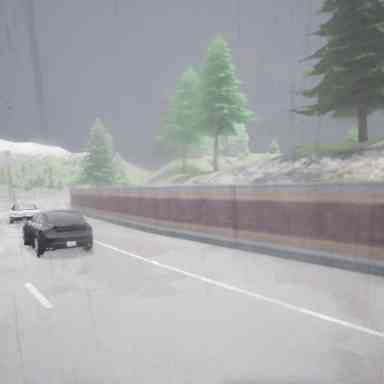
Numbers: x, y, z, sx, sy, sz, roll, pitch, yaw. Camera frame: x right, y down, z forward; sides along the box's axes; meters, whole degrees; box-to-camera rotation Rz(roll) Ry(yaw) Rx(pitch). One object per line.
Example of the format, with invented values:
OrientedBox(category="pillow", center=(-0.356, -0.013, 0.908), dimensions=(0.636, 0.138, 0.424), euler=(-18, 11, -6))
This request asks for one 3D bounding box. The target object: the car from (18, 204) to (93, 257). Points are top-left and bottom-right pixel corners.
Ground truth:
OrientedBox(category="car", center=(-5.311, 1.431, 12.923), dimensions=(1.837, 1.490, 4.892), euler=(-1, 1, -34))

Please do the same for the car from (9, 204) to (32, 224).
OrientedBox(category="car", center=(-12.204, 1.500, 24.164), dimensions=(1.895, 1.301, 4.718), euler=(-1, 1, -28))
